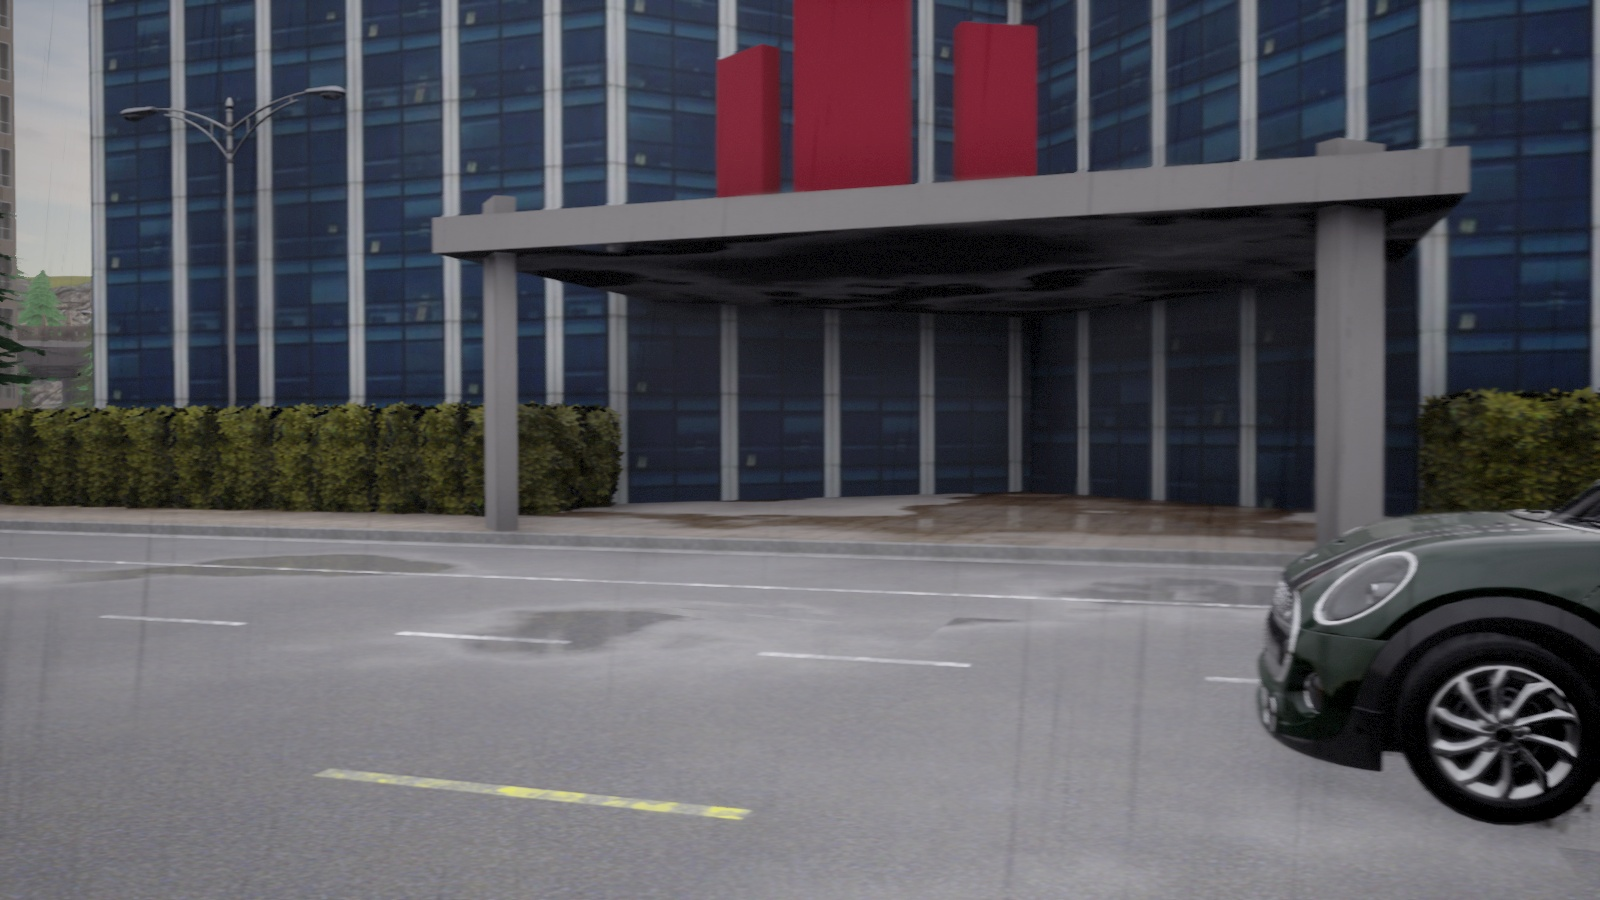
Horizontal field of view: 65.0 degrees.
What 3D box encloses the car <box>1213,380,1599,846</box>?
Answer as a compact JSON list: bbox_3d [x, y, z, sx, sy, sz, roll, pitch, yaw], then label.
[{"bbox_3d":[4.208,0.613,5.468,4.553,1.767,2.097,1,1,19],"label":"car"}]
